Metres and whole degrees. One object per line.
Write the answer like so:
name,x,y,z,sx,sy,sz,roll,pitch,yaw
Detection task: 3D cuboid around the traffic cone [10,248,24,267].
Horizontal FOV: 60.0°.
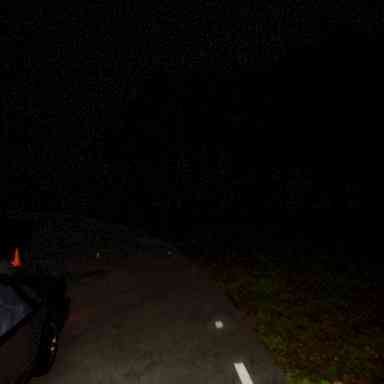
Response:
traffic cone,-5.705,2.112,10.826,0.340,0.580,0.340,0,-1,-13

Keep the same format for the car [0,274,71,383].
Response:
car,-2.630,1.595,2.902,2.033,1.411,5.357,0,-1,-4
